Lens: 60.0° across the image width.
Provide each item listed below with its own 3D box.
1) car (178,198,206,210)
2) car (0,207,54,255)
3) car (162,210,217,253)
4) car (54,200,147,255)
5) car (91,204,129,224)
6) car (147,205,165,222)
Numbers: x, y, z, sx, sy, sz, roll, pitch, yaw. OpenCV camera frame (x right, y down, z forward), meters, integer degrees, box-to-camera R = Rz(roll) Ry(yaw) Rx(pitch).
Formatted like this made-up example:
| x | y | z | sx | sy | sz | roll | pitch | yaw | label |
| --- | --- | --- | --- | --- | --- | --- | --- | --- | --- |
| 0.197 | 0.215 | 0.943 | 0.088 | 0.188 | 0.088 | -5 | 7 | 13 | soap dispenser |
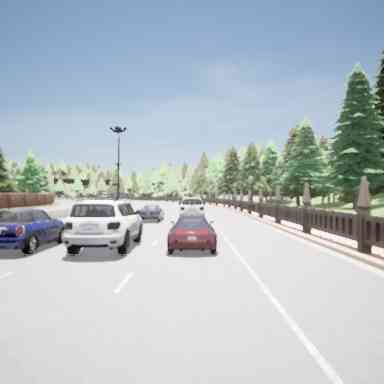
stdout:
| x | y | z | sx | sy | sz | roll | pitch | yaw | label |
| --- | --- | --- | --- | --- | --- | --- | --- | --- | --- |
| 0.005 | 1.490 | 29.024 | 2.150 | 2.045 | 5.566 | 0 | 0 | 0 | car |
| -6.996 | 1.483 | 14.084 | 2.097 | 1.767 | 4.553 | 0 | -1 | 0 | car |
| 0.006 | 1.699 | 14.285 | 1.994 | 1.385 | 4.181 | 0 | 0 | 0 | car |
| -3.497 | 1.349 | 14.013 | 2.150 | 2.045 | 5.566 | 0 | 0 | 0 | car |
| -6.995 | 1.820 | 28.988 | 2.033 | 1.411 | 5.357 | 0 | -1 | 0 | car |
| -3.495 | 1.820 | 28.987 | 2.033 | 1.411 | 5.357 | 0 | -1 | 0 | car |
